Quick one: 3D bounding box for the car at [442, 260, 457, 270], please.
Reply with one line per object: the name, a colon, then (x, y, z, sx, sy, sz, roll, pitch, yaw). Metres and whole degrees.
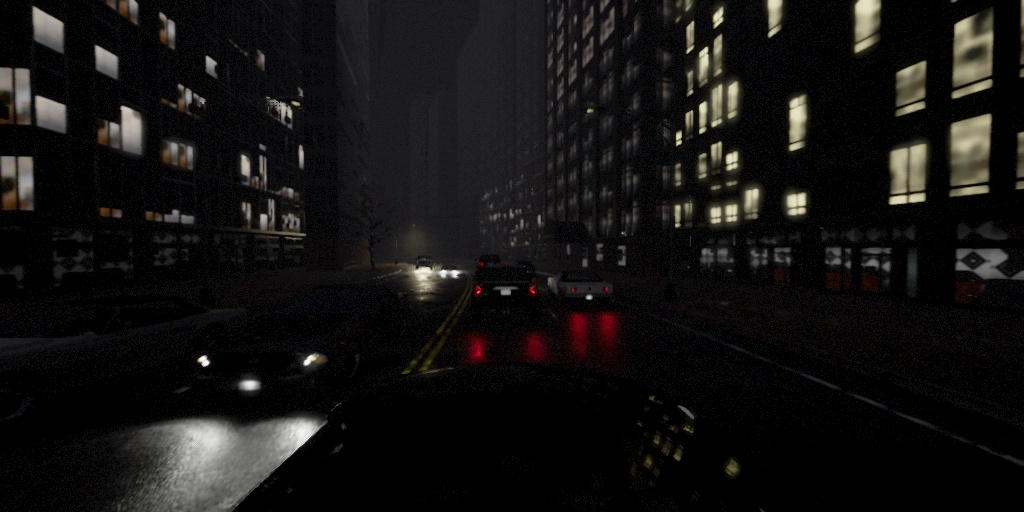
car: (-8.283, 1.179, 47.301, 1.895, 1.301, 4.718, 0, 0, -12)

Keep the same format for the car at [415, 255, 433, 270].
car: (-11.874, 0.817, 48.549, 2.150, 2.045, 5.566, 0, 0, -12)

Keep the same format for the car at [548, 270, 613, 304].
car: (2.800, 1.282, 15.877, 1.895, 1.301, 4.718, 0, 0, -4)

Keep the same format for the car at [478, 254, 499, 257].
car: (-2.168, 0.843, 32.347, 2.150, 2.045, 5.566, 0, 0, -8)

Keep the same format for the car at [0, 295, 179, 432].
car: (-6.693, 1.350, 5.603, 1.895, 1.301, 4.718, 0, 0, -1)

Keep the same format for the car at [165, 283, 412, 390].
car: (-3.477, 1.283, 7.307, 2.033, 1.411, 5.357, 0, 0, -2)

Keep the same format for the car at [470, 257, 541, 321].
car: (-0.278, 1.058, 12.464, 2.097, 1.767, 4.553, 0, 0, -3)

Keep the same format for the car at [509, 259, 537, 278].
car: (0.937, 1.107, 33.453, 1.837, 1.490, 4.892, 0, 0, -8)
